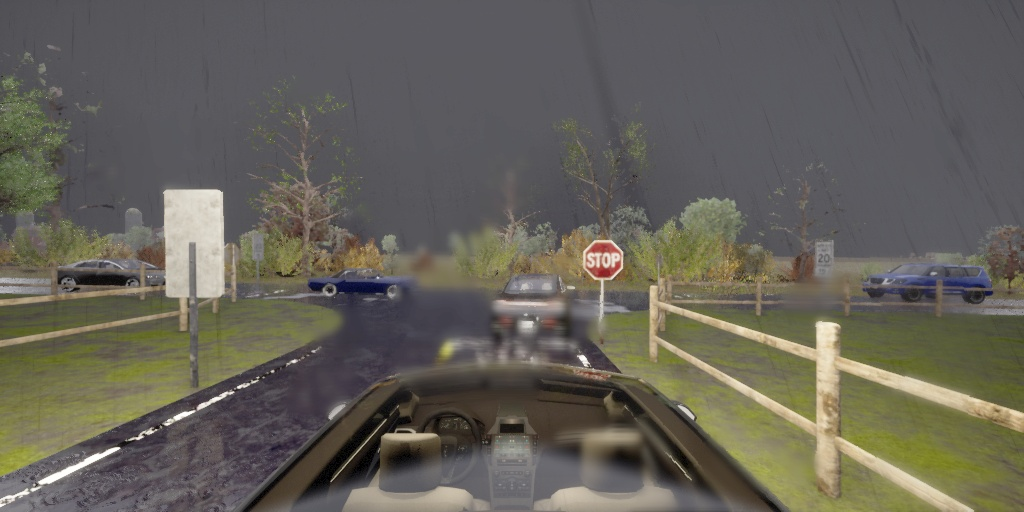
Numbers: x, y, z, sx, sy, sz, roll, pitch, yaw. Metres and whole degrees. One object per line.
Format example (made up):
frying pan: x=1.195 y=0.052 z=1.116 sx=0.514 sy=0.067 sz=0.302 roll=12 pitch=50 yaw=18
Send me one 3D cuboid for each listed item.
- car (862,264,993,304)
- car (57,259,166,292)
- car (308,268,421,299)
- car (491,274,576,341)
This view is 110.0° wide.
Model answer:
car: x=22.904 y=1.466 z=19.856 sx=5.566 sy=2.045 sz=2.150 roll=1 pitch=1 yaw=0
car: x=-18.486 y=0.885 z=16.966 sx=4.902 sy=1.511 sz=2.128 roll=1 pitch=1 yaw=0
car: x=-6.818 y=1.248 z=16.947 sx=4.718 sy=1.301 sz=1.895 roll=1 pitch=1 yaw=0
car: x=0.709 y=1.239 z=9.914 sx=2.128 sy=1.511 sz=4.902 roll=0 pitch=0 yaw=9
